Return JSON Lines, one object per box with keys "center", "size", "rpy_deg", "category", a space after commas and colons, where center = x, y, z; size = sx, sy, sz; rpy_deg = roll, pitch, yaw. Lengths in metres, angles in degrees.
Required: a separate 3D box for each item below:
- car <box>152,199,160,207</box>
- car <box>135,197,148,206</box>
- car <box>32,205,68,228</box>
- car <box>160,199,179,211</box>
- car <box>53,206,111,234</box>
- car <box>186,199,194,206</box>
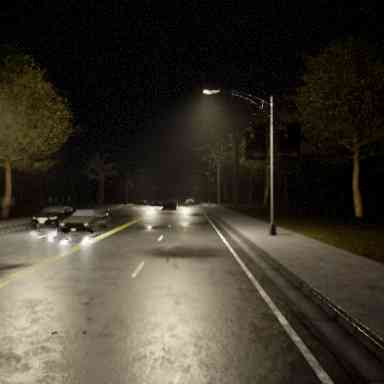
{"center": [-6.851, 2.176, 65.940], "size": [1.882, 1.535, 5.008], "rpy_deg": [0, -1, -1], "category": "car"}
{"center": [-10.106, 1.845, 66.346], "size": [2.097, 1.767, 4.553], "rpy_deg": [0, -1, -1], "category": "car"}
{"center": [-9.884, 1.730, 24.312], "size": [2.128, 1.511, 4.902], "rpy_deg": [0, -1, 0], "category": "car"}
{"center": [-3.346, 1.988, 50.386], "size": [1.882, 1.535, 5.008], "rpy_deg": [0, -1, 0], "category": "car"}
{"center": [-6.623, 1.754, 21.235], "size": [2.033, 1.411, 5.357], "rpy_deg": [0, -1, 0], "category": "car"}
{"center": [-0.444, 2.288, 73.490], "size": [1.812, 1.442, 4.674], "rpy_deg": [0, -1, -1], "category": "car"}
